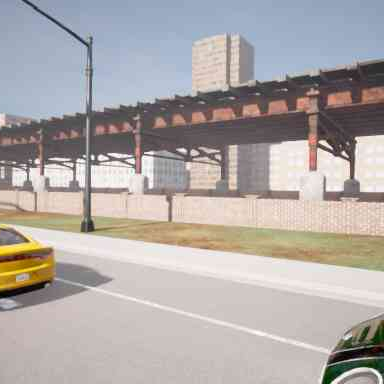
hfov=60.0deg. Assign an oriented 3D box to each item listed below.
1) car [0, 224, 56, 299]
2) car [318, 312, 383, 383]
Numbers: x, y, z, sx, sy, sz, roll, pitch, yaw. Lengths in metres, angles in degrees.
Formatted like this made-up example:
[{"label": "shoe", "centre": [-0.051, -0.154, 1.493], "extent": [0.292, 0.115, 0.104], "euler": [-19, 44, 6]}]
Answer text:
[{"label": "car", "centre": [-5.218, 1.452, 7.721], "extent": [5.008, 1.535, 1.882], "euler": [0, 0, 36]}, {"label": "car", "centre": [3.065, 1.353, 1.805], "extent": [4.553, 1.767, 2.097], "euler": [0, 0, 36]}]
